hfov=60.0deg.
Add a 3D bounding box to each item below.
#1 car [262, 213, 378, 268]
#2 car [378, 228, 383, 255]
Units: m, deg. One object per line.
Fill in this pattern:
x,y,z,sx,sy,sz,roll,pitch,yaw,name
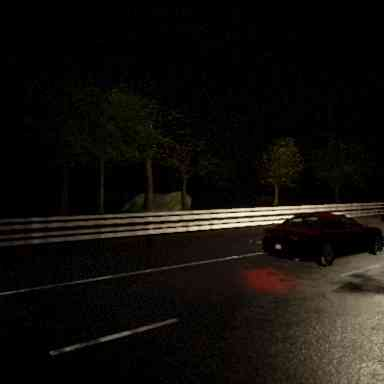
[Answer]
4.595,1.454,11.351,5.008,1.535,1.882,-1,0,-35,car
7.551,1.521,9.153,5.357,1.411,2.033,0,0,-35,car
